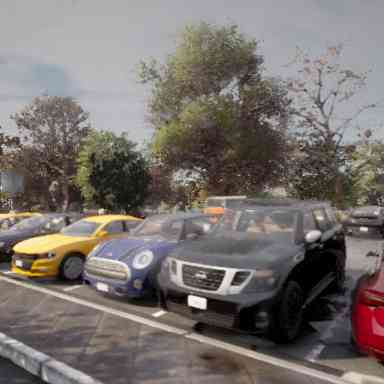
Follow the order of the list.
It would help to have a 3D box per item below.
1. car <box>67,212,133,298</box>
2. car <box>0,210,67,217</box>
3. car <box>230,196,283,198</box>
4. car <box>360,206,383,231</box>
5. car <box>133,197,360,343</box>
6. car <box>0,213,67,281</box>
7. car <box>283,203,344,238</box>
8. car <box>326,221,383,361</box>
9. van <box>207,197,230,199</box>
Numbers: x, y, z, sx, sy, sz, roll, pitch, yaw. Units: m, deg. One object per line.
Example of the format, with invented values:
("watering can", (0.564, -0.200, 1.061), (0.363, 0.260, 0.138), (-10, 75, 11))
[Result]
("car", (-0.543, 1.364, 8.694), (2.185, 1.767, 4.553), (0, 0, 36))
("car", (-5.072, 1.517, 11.899), (2.231, 1.521, 4.892), (-1, 0, 36))
("car", (4.980, 1.244, 20.819), (2.435, 2.045, 5.566), (-1, 0, 36))
("car", (9.465, 1.485, 17.573), (2.231, 1.521, 4.892), (0, 0, 36))
("car", (1.678, 1.234, 7.034), (2.435, 2.045, 5.566), (0, 0, 36))
("car", (-2.816, 1.499, 10.288), (2.097, 1.535, 5.008), (0, 0, 36))
("car", (7.110, 1.485, 19.036), (1.946, 1.575, 5.366), (0, 0, 36))
("car", (3.971, 1.514, 5.467), (2.163, 1.488, 4.792), (0, 0, 36))
("van", (2.679, 1.288, 22.574), (1.878, 1.987, 4.442), (0, 0, 36))
